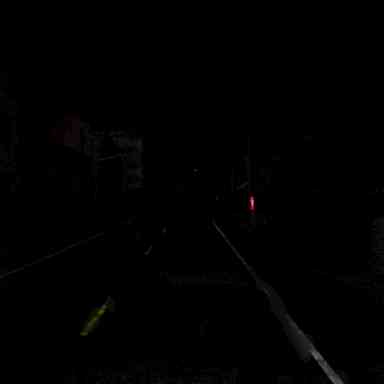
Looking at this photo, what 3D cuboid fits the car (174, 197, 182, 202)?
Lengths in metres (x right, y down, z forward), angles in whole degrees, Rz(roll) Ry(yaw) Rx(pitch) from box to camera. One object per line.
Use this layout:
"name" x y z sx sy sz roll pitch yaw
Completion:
"car" -3.520 1.886 84.319 2.097 1.767 4.553 0 -1 0
